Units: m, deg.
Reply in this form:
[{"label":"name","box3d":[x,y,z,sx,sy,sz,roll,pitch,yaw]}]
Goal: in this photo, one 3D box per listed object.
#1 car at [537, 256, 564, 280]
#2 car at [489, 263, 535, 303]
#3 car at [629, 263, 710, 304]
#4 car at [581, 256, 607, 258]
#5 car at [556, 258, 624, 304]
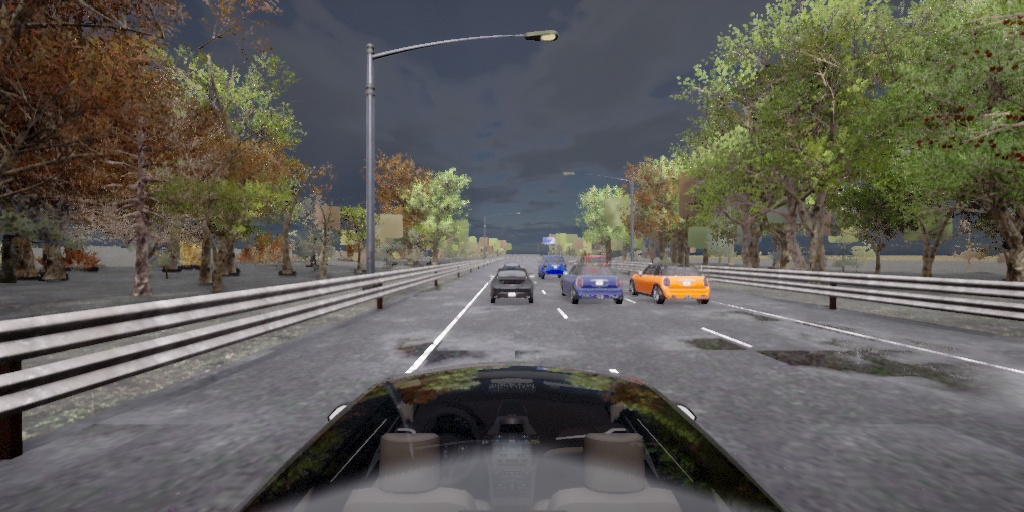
[{"label":"car","box3d":[3.500,0.998,31.530,2.150,2.045,5.566,0,0,0]},{"label":"car","box3d":[0.000,1.263,16.500,1.837,1.490,4.892,0,0,0]},{"label":"car","box3d":[7.000,1.112,16.470,2.097,1.767,4.553,0,0,0]},{"label":"car","box3d":[7.000,0.998,31.530,2.150,2.045,5.566,0,0,0]},{"label":"car","box3d":[3.500,1.112,16.470,2.097,1.767,4.553,0,0,0]}]
